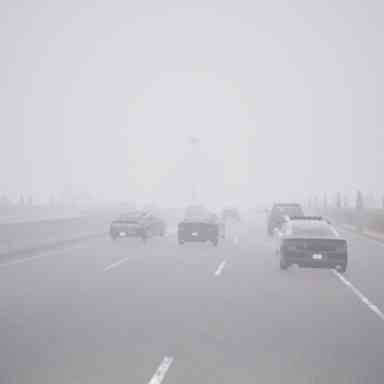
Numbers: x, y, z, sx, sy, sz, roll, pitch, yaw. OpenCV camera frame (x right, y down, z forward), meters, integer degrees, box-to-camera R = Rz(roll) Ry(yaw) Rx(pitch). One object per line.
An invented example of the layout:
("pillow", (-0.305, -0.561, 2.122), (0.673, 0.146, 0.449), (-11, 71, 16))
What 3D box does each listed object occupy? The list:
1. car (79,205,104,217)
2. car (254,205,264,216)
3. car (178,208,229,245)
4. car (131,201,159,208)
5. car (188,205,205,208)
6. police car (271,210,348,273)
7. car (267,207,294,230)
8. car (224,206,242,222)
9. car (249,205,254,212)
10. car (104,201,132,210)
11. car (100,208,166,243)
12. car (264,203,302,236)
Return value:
("car", (-12.451, 2.348, 42.235), (1.882, 1.535, 5.008), (0, -1, 11))
("car", (10.021, 2.620, 46.862), (1.812, 1.442, 4.674), (0, -1, 10))
("car", (0.630, 1.829, 17.564), (1.882, 1.535, 5.008), (0, -1, 11))
("car", (-5.451, 2.243, 41.616), (2.097, 1.767, 4.553), (0, -1, 11))
("car", (0.574, 2.115, 34.913), (2.097, 1.767, 4.553), (0, -1, 11))
("police car", (3.999, 1.657, 11.788), (1.930, 1.638, 5.238), (0, -1, 11))
("car", (7.154, 2.095, 27.355), (1.882, 1.535, 5.008), (0, -1, 11))
("car", (4.093, 2.278, 34.667), (1.837, 1.490, 4.892), (0, -2, 11))
("car", (11.744, 3.011, 61.368), (1.994, 1.385, 4.181), (0, -1, 1))
("car", (-8.771, 2.123, 42.755), (2.150, 2.045, 5.566), (0, -1, 11))
("car", (-2.804, 1.841, 18.239), (2.128, 1.511, 4.902), (0, -1, 11))
("car", (5.970, 1.696, 21.512), (2.150, 2.045, 5.566), (0, -1, 11))
